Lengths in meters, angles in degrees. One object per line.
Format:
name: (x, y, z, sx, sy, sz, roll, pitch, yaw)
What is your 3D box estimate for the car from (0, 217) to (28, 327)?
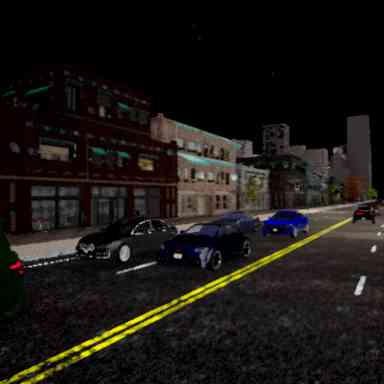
car: (-4.603, 1.314, 3.411, 2.150, 2.045, 5.566, -1, -1, 29)

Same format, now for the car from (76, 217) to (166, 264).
car: (-2.352, 1.807, 13.394, 1.837, 1.490, 4.892, -1, -1, 31)

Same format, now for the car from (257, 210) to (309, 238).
car: (6.002, 1.919, 20.926, 1.882, 1.535, 5.008, -1, -1, 31)

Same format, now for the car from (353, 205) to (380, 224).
car: (16.435, 2.147, 31.547, 1.837, 1.490, 4.892, -1, -1, 31)

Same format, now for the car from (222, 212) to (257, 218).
car: (3.014, 2.027, 22.265, 2.033, 1.411, 5.357, -1, -1, 32)

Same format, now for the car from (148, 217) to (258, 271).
car: (0.601, 1.828, 11.988, 1.994, 1.385, 4.181, -1, -1, 31)
